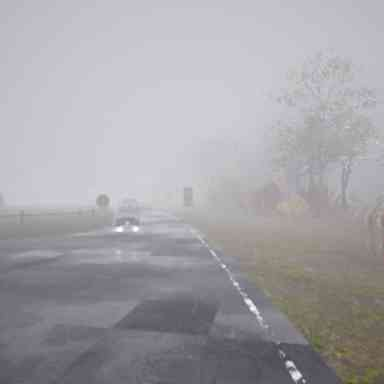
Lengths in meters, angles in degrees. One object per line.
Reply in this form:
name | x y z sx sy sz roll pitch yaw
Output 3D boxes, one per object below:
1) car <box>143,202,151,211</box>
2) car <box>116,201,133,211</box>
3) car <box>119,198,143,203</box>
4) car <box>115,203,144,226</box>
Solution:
car | -7.619 2.212 52.349 1.994 1.385 4.181 0 -1 -16
car | -10.659 2.145 52.323 2.128 1.511 4.902 0 -1 -16
car | -7.416 1.722 39.656 2.150 2.045 5.566 0 -1 -13
car | -5.069 1.885 26.783 2.033 1.411 5.357 0 -1 -8
